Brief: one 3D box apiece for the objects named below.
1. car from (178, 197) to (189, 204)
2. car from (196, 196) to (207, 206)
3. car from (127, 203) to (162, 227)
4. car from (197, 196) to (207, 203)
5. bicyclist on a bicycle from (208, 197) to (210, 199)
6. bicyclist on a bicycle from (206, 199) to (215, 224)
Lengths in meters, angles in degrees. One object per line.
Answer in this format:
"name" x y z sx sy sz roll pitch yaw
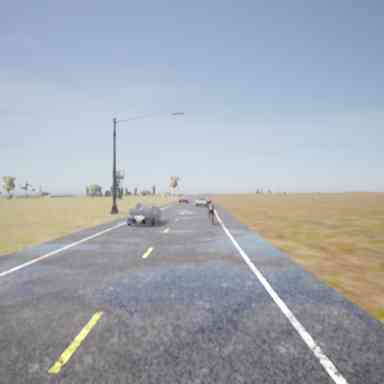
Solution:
"car" -1.609 1.645 64.092 1.895 1.301 4.718 0 0 2
"car" 1.628 1.634 54.157 1.895 1.301 4.718 0 0 2
"car" -3.221 1.504 23.160 2.128 1.511 4.902 0 0 2
"car" 2.221 1.582 74.370 2.128 1.511 4.902 0 0 2
"bicyclist on a bicycle" 1.701 1.390 33.408 0.659 1.776 1.843 0 0 2
"bicyclist on a bicycle" 1.349 1.466 23.514 0.582 1.620 1.656 0 0 2
